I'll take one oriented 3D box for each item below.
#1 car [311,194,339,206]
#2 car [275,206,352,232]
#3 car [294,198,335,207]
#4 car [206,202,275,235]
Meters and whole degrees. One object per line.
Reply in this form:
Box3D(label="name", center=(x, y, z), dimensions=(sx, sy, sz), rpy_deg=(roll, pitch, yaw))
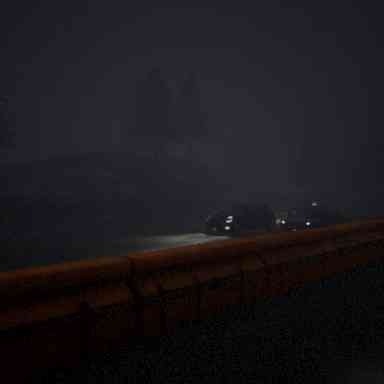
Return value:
Box3D(label="car", center=(15.375, 1.334, 39.582), dimensions=(5.566, 2.045, 2.150), rpy_deg=(-1, -1, -40))
Box3D(label="car", center=(6.956, 1.660, 18.544), dimensions=(4.718, 1.301, 1.895), rpy_deg=(0, -1, -41))
Box3D(label="car", center=(10.936, 1.597, 31.189), dimensions=(4.902, 1.511, 2.128), rpy_deg=(-1, 0, -41))
Box3D(label="car", center=(2.940, 1.476, 19.744), dimensions=(4.553, 1.767, 2.097), rpy_deg=(-1, -1, -40))
